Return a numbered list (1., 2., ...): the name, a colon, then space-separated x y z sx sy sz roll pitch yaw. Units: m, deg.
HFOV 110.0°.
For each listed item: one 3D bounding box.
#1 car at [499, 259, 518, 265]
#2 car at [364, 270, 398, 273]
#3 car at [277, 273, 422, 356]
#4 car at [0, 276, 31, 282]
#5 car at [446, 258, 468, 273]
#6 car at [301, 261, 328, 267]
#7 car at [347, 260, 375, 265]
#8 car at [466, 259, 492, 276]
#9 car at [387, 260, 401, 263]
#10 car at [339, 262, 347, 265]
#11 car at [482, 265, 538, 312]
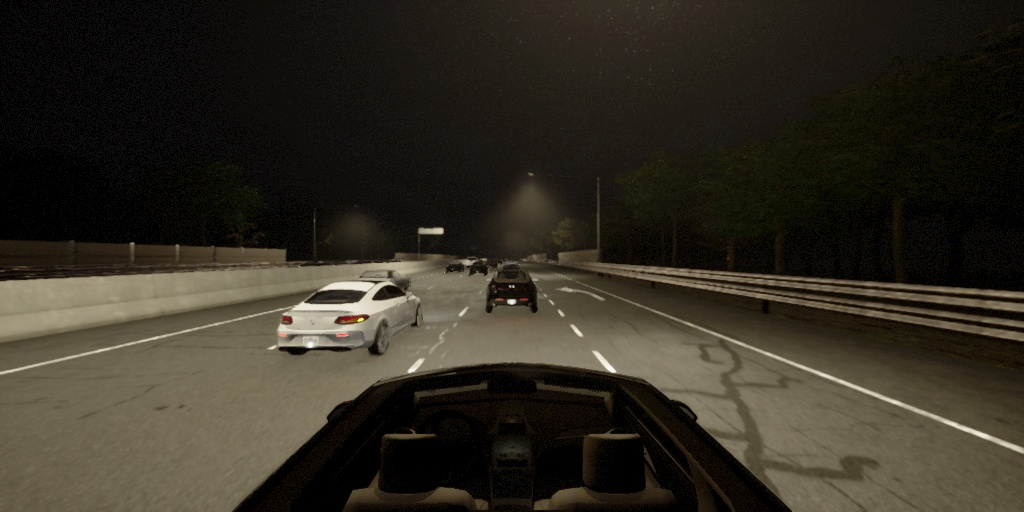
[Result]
1. car: -0.049 1.356 39.972 2.128 1.511 4.902 0 0 0
2. car: -7.017 1.400 19.629 1.895 1.301 4.718 0 0 0
3. car: -3.505 1.294 8.545 1.812 1.442 4.674 0 0 0
4. car: -17.605 1.343 11.655 1.994 1.385 4.181 0 0 0
5. car: -7.055 1.374 45.109 2.128 1.511 4.902 0 0 0
6. car: -28.110 1.400 51.070 2.128 1.511 4.902 0 0 0
7. car: -21.116 1.384 51.080 1.882 1.535 5.008 0 0 0
8. car: -3.545 1.368 39.138 1.837 1.490 4.892 0 0 0
9. car: -17.613 1.417 53.309 1.837 1.490 4.892 0 0 1
10. car: -24.603 1.412 54.657 2.128 1.511 4.902 0 0 1
11. car: -0.011 1.289 14.481 1.837 1.490 4.892 0 0 0
